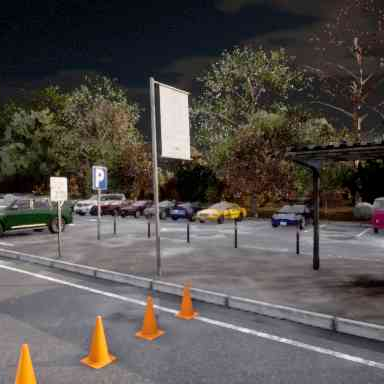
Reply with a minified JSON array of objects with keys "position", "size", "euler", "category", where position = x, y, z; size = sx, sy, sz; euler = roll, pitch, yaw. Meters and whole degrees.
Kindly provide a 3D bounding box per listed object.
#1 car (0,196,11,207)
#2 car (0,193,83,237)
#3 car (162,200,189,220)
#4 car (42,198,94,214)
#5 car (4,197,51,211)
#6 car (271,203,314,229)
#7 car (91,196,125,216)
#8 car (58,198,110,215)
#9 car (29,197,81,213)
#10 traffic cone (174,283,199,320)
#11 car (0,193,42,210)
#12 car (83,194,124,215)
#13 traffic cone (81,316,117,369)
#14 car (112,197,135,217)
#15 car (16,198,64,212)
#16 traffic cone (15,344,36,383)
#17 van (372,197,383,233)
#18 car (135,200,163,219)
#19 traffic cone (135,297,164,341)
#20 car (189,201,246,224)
[{"position":[-29.294,1.332,47.847],"size":[1.946,1.575,5.366],"euler":[1,0,35],"category":"car"},{"position":[-8.960,1.221,17.321],"size":[2.435,2.045,5.566],"euler":[0,0,35],"category":"car"},{"position":[0.149,1.504,26.977],"size":[2.163,1.488,4.792],"euler":[0,0,35],"category":"car"},{"position":[-13.500,1.455,36.521],"size":[2.097,1.535,5.008],"euler":[0,0,35],"category":"car"},{"position":[-20.299,1.452,41.337],"size":[2.163,1.488,4.792],"euler":[0,0,35],"category":"car"},{"position":[6.930,1.513,22.143],"size":[2.163,1.488,4.792],"euler":[0,0,35],"category":"car"},{"position":[-6.679,1.466,31.743],"size":[2.097,1.535,5.008],"euler":[0,0,35],"category":"car"},{"position":[-11.227,1.461,34.923],"size":[2.231,1.521,4.892],"euler":[0,0,35],"category":"car"},{"position":[-15.664,1.444,38.272],"size":[1.946,1.575,5.366],"euler":[0,0,35],"category":"car"},{"position":[-0.094,1.957,6.072],"size":[0.340,0.580,0.340],"euler":[0,0,36],"category":"traffic cone"},{"position":[-22.601,1.153,42.884],"size":[2.435,2.045,5.566],"euler":[0,0,35],"category":"car"},{"position":[-8.970,1.212,33.310],"size":[2.435,2.045,5.566],"euler":[0,0,35],"category":"car"},{"position":[-1.244,1.957,4.439],"size":[0.340,0.580,0.340],"euler":[0,0,35],"category":"traffic cone"},{"position":[-4.407,1.469,30.147],"size":[2.097,1.535,5.008],"euler":[0,0,35],"category":"car"},{"position":[-18.055,1.468,39.690],"size":[2.163,1.488,4.792],"euler":[0,0,35],"category":"car"},{"position":[-1.819,1.957,3.622],"size":[0.340,0.580,0.340],"euler":[0,0,35],"category":"traffic cone"},{"position":[11.556,1.264,19.072],"size":[1.878,1.987,4.442],"euler":[0,0,35],"category":"van"},{"position":[-2.135,1.473,28.553],"size":[2.231,1.521,4.892],"euler":[0,0,35],"category":"car"},{"position":[-0.669,1.957,5.256],"size":[0.340,0.580,0.340],"euler":[0,0,35],"category":"traffic cone"},{"position":[2.297,1.475,25.206],"size":[1.946,1.575,5.366],"euler":[0,0,35],"category":"car"}]
